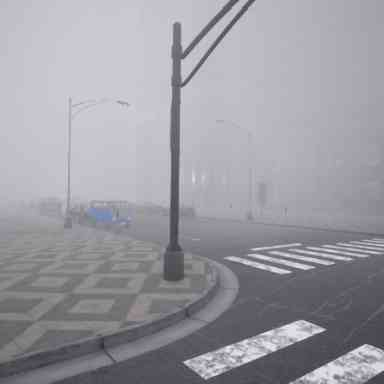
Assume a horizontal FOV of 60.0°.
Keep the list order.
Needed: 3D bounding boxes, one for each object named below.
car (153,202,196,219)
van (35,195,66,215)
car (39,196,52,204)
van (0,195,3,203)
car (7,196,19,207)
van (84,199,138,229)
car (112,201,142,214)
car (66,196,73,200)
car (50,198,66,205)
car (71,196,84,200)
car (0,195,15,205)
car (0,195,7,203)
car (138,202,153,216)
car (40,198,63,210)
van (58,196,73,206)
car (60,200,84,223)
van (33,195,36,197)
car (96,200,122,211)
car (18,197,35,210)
[{"bbox_3d":[-1.446,1.709,30.681,1.887,1.381,4.507,1,-1,-35],"label":"car"},{"bbox_3d":[-14.816,1.396,34.785,1.690,1.788,3.998,1,-1,-35],"label":"van"},{"bbox_3d":[-33.352,1.816,75.793,1.967,1.590,4.097,1,-1,-35],"label":"car"},{"bbox_3d":[-46.703,1.610,79.903,1.690,1.788,3.998,1,-1,-35],"label":"van"},{"bbox_3d":[-27.573,1.691,52.830,2.008,1.369,4.403,1,-1,-35],"label":"car"},{"bbox_3d":[-5.250,1.335,21.249,1.690,1.788,3.998,1,-1,-35],"label":"van"},{"bbox_3d":[-7.827,1.751,39.703,1.887,1.381,4.507,1,-1,-35],"label":"car"},{"bbox_3d":[-20.588,1.606,57.750,2.192,1.841,5.009,1,-1,-35],"label":"car"},{"bbox_3d":[-26.971,1.884,66.770,2.008,1.369,4.403,1,-1,-35],"label":"car"},{"bbox_3d":[-17.399,1.814,53.237,1.887,1.381,4.507,1,-1,-35],"label":"car"},{"bbox_3d":[-37.041,1.729,66.227,1.752,1.417,4.829,1,-1,-35],"label":"car"},{"bbox_3d":[-43.514,1.562,75.392,2.192,1.841,5.009,1,-1,-35],"label":"car"},{"bbox_3d":[-4.636,1.730,35.192,1.887,1.381,4.507,1,-1,-35],"label":"car"},{"bbox_3d":[-19.707,1.657,46.508,1.837,1.490,4.892,1,-1,-35],"label":"car"},{"bbox_3d":[-23.778,1.653,62.261,1.690,1.788,3.998,1,-1,-35],"label":"van"},{"bbox_3d":[-8.441,1.558,25.759,1.887,1.381,4.507,1,-1,-35],"label":"car"},{"bbox_3d":[-36.541,1.739,80.305,1.690,1.788,3.998,1,-1,-35],"label":"van"},{"bbox_3d":[-11.116,1.753,44.353,1.752,1.417,4.829,1,-1,-35],"label":"car"},{"bbox_3d":[-21.196,1.680,43.806,1.802,1.307,4.206,1,-1,-35],"label":"car"}]
